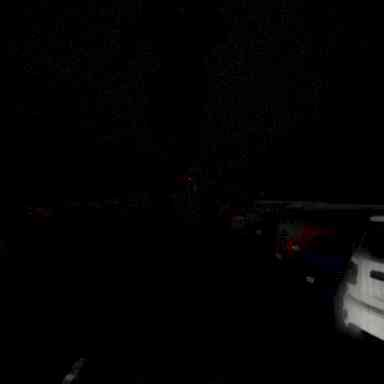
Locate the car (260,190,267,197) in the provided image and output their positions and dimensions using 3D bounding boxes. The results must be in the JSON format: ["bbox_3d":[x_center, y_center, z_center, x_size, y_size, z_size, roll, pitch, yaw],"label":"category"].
[{"bbox_3d":[16.872,0.936,83.112,2.002,1.452,4.674,-6,3,-31],"label":"car"}]

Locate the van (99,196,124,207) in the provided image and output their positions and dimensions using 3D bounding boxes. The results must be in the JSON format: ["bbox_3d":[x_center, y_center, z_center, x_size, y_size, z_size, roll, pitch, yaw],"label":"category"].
[{"bbox_3d":[-15.626,1.881,64.731,4.442,1.987,1.878,-1,-1,-25],"label":"van"}]

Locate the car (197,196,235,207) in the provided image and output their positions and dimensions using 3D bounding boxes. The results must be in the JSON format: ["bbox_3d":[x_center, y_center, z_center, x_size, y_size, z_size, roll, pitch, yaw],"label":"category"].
[{"bbox_3d":[4.087,1.619,43.810,5.566,2.045,2.435,1,0,-23],"label":"car"}]

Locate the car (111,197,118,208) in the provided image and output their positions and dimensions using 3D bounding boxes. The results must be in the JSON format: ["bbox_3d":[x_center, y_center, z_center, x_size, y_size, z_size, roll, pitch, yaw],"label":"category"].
[{"bbox_3d":[-14.746,2.037,52.873,4.674,1.452,2.002,-1,0,-24],"label":"car"}]

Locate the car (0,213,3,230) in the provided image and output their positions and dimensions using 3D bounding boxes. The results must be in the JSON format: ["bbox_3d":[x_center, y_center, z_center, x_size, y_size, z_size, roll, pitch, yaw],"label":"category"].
[{"bbox_3d":[-13.295,1.660,17.414,5.366,1.575,1.946,-1,-1,-20],"label":"car"}]

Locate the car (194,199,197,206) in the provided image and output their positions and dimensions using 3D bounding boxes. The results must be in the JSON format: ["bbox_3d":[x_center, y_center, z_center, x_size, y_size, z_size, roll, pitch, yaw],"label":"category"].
[{"bbox_3d":[3.372,2.016,55.887,4.674,1.452,2.002,1,-1,-24],"label":"car"}]

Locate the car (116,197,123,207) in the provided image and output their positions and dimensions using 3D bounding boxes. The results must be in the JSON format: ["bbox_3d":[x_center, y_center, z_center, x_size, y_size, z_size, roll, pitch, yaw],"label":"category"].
[{"bbox_3d":[-14.802,2.020,55.907,5.366,1.575,1.946,-1,-1,-24],"label":"car"}]

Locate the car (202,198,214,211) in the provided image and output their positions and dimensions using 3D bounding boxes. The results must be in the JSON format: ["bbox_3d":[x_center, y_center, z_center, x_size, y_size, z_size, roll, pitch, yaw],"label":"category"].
[{"bbox_3d":[4.252,1.844,40.804,5.008,1.535,2.097,1,0,-23],"label":"car"}]

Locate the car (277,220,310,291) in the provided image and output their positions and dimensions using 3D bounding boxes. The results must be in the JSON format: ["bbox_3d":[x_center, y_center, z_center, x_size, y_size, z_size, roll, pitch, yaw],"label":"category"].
[{"bbox_3d":[4.757,1.553,7.628,5.008,1.535,2.097,1,0,-20],"label":"car"}]

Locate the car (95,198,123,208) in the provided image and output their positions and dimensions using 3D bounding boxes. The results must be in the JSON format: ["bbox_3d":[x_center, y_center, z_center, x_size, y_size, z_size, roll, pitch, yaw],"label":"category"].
[{"bbox_3d":[-15.427,1.954,61.743,4.553,1.767,2.185,-1,0,-25],"label":"car"}]

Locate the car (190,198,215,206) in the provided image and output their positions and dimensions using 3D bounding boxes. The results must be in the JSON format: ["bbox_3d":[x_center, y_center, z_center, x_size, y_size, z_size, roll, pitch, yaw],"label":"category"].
[{"bbox_3d":[2.245,2.143,70.903,4.792,1.488,2.163,1,-1,-26],"label":"car"}]

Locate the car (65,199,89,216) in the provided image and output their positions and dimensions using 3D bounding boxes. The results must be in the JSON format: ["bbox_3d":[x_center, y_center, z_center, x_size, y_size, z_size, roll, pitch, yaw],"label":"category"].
[{"bbox_3d":[-13.777,1.860,35.149,4.792,1.488,2.163,-1,-1,-22],"label":"car"}]

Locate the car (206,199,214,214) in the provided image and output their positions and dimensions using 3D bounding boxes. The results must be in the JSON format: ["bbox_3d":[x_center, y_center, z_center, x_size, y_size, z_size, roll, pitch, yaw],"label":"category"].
[{"bbox_3d":[4.460,1.792,34.770,5.008,1.535,2.097,1,-1,-22],"label":"car"}]

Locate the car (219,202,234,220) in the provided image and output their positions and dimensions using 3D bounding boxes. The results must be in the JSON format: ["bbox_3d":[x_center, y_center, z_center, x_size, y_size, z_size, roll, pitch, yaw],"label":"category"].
[{"bbox_3d":[4.711,1.687,22.687,5.008,1.535,2.097,1,0,-21],"label":"car"}]

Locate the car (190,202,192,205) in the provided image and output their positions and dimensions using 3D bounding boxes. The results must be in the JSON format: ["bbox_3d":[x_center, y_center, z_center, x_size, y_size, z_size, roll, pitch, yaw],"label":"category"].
[{"bbox_3d":[2.672,1.930,64.930,4.553,1.767,2.185,1,0,-25],"label":"car"}]

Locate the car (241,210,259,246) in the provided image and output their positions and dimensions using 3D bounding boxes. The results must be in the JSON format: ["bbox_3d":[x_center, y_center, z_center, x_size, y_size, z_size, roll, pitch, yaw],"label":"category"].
[{"bbox_3d":[4.775,1.637,13.661,4.792,1.488,2.163,1,-1,-20],"label":"car"}]

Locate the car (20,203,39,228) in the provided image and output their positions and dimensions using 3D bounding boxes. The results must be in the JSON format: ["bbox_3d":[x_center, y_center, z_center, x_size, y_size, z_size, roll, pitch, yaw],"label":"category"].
[{"bbox_3d":[-13.496,1.594,23.292,4.553,1.767,2.185,-1,0,-21],"label":"car"}]

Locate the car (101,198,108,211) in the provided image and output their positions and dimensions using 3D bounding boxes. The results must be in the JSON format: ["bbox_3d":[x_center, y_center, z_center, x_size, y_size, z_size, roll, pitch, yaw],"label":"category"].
[{"bbox_3d":[-14.367,1.912,43.932,5.366,1.575,1.946,-1,0,-23],"label":"car"}]

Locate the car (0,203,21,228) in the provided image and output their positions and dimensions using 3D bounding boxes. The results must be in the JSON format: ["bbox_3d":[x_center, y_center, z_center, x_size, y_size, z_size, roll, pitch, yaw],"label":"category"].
[{"bbox_3d":[-13.484,1.694,20.314,4.892,1.521,2.231,-1,0,-20],"label":"car"}]

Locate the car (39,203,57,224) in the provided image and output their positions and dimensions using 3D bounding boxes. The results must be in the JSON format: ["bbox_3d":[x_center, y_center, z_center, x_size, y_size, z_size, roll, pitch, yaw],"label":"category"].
[{"bbox_3d":[-13.561,1.748,26.247,5.008,1.535,2.097,-1,0,-21],"label":"car"}]

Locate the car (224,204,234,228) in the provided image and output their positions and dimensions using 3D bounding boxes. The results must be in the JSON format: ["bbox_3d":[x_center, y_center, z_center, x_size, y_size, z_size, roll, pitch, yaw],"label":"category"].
[{"bbox_3d":[4.897,1.660,19.744,5.366,1.575,1.946,1,-1,-20],"label":"car"}]

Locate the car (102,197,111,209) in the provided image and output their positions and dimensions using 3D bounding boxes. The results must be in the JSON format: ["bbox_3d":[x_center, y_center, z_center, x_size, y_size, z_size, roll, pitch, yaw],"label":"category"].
[{"bbox_3d":[-14.336,1.815,46.975,4.553,1.767,2.185,-1,0,-23],"label":"car"}]

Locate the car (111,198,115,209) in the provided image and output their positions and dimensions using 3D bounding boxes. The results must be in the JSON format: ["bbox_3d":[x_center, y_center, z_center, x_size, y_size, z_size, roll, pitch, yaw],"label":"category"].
[{"bbox_3d":[-14.542,2.009,49.919,4.674,1.452,2.002,-1,0,-23],"label":"car"}]

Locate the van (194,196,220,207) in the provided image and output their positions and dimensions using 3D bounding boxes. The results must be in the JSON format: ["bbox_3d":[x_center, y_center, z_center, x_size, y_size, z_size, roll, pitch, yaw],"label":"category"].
[{"bbox_3d":[2.803,1.801,61.858,4.442,1.987,1.878,1,0,-25],"label":"van"}]

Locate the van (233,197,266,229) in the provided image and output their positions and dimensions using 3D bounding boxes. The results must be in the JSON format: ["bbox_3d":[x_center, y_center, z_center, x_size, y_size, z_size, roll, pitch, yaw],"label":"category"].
[{"bbox_3d":[4.635,1.406,16.618,4.442,1.987,1.878,1,0,-20],"label":"van"}]

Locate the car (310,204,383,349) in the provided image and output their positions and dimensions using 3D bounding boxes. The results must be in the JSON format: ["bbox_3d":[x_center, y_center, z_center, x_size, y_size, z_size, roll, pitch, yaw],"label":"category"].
[{"bbox_3d":[4.782,1.275,4.639,5.566,2.045,2.435,1,-1,-20],"label":"car"}]

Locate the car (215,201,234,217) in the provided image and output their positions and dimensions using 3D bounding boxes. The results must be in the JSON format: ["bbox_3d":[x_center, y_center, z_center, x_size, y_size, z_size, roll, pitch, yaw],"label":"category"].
[{"bbox_3d":[4.653,1.714,25.705,4.892,1.521,2.231,1,-1,-21],"label":"car"}]

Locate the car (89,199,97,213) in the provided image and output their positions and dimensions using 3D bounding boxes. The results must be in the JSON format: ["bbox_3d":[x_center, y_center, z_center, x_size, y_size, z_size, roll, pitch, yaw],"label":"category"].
[{"bbox_3d":[-13.911,1.858,38.091,5.008,1.535,2.097,-1,0,-22],"label":"car"}]

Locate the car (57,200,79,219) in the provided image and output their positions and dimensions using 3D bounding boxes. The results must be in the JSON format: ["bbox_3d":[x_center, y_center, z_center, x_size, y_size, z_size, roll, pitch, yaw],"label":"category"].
[{"bbox_3d":[-13.739,1.833,32.155,4.792,1.488,2.163,-1,0,-22],"label":"car"}]

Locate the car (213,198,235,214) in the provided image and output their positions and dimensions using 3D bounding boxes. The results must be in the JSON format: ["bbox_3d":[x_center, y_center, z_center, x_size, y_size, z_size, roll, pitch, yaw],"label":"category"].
[{"bbox_3d":[4.591,1.614,28.725,4.553,1.767,2.185,1,-1,-21],"label":"car"}]

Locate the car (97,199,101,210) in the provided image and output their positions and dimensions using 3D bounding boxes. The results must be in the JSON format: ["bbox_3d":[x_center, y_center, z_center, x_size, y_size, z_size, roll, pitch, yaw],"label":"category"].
[{"bbox_3d":[-14.081,1.761,41.043,4.553,1.767,2.185,-1,-1,-22],"label":"car"}]

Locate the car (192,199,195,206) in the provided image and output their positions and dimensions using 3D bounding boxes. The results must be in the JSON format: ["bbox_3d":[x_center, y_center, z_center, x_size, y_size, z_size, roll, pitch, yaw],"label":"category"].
[{"bbox_3d":[3.157,2.003,58.898,4.892,1.521,2.231,1,0,-25],"label":"car"}]

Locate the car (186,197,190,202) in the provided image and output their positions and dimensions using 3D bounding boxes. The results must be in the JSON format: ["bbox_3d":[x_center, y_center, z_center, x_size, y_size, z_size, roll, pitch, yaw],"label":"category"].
[{"bbox_3d":[2.192,2.076,67.843,5.366,1.575,1.946,1,0,-26],"label":"car"}]

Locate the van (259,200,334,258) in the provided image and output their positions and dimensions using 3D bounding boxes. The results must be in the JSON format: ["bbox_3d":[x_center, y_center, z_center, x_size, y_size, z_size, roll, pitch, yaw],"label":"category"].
[{"bbox_3d":[4.648,1.352,10.594,4.442,1.987,1.878,1,0,-20],"label":"van"}]
